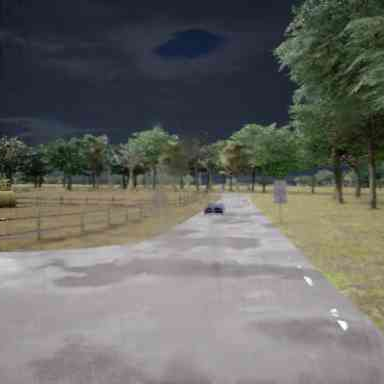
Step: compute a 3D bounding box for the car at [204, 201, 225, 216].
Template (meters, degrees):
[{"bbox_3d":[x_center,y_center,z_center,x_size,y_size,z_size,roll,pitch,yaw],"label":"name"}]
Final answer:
[{"bbox_3d":[2.266,1.571,32.806,1.895,1.301,4.718,-1,0,8],"label":"car"}]
